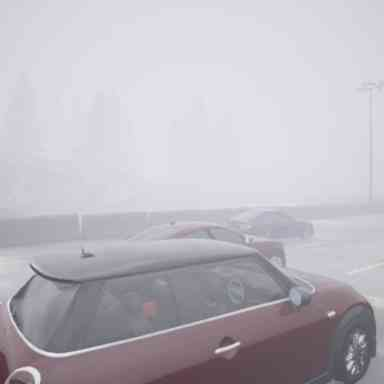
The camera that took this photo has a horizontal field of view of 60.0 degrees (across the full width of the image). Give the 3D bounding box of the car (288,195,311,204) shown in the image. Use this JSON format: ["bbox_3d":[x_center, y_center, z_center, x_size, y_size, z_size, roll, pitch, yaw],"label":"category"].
[{"bbox_3d":[16.875,1.100,50.375,5.357,1.411,2.033,-1,1,-35],"label":"car"}]

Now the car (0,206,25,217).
[{"bbox_3d":[-12.710,1.560,20.721,4.181,1.385,1.994,0,0,-35],"label":"car"}]

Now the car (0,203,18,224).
[{"bbox_3d":[-14.787,1.561,23.538,4.181,1.385,1.994,0,0,-35],"label":"car"}]

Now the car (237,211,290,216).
[{"bbox_3d":[0.231,1.461,8.209,5.008,1.535,1.882,0,0,-35],"label":"car"}]

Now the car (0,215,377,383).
[{"bbox_3d":[0.161,1.345,3.862,4.553,1.767,2.097,0,0,-35],"label":"car"}]

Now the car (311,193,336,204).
[{"bbox_3d":[19.969,0.880,48.288,4.553,1.767,2.097,-1,1,-35],"label":"car"}]

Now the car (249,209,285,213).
[{"bbox_3d":[3.425,1.474,14.805,4.674,1.442,1.812,0,0,-36],"label":"car"}]

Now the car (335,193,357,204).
[{"bbox_3d":[22.241,1.029,45.613,4.892,1.490,1.837,-1,0,-35],"label":"car"}]

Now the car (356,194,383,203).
[{"bbox_3d":[23.182,1.073,41.993,4.674,1.442,1.812,-1,1,-35],"label":"car"}]
